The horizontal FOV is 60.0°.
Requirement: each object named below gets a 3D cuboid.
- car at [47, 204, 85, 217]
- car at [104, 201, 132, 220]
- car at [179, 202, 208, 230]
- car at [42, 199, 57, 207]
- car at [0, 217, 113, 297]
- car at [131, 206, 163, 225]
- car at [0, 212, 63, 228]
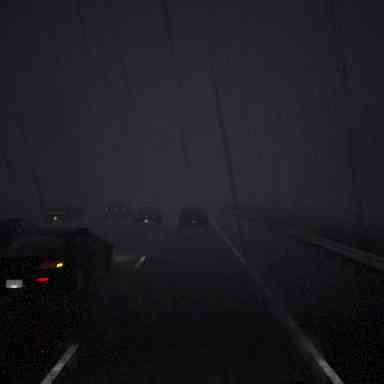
[{"bbox_3d":[-10.410,1.782,27.707,1.837,1.490,4.892,0,-1,0],"label":"car"},{"bbox_3d":[-6.999,1.675,32.253,2.097,1.767,4.553,0,-1,-1],"label":"car"},{"bbox_3d":[0.113,1.710,23.093,1.882,1.535,5.008,0,0,0],"label":"car"},{"bbox_3d":[-28.504,2.191,66.746,1.812,1.442,4.674,0,-1,-12],"label":"car"},{"bbox_3d":[-3.395,1.614,8.681,1.812,1.442,4.674,0,-1,0],"label":"car"},{"bbox_3d":[-3.400,1.870,26.800,1.895,1.301,4.718,0,-1,0],"label":"car"},{"bbox_3d":[-6.893,1.670,12.182,2.033,1.411,5.357,0,-1,0],"label":"car"}]
